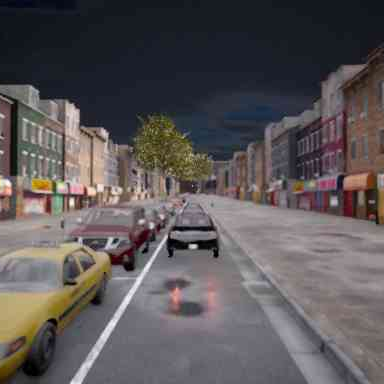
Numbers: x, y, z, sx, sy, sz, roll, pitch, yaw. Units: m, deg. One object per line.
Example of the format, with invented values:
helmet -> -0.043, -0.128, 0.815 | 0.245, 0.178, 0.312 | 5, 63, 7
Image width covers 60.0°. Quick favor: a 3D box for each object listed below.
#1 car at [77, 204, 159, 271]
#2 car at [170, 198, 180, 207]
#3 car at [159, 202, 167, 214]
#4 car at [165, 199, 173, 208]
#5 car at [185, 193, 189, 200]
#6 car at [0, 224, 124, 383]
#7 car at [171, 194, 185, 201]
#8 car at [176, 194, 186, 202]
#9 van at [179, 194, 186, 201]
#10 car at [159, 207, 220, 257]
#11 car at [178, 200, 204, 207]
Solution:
car -> -2.603, 1.371, 11.364 | 2.192, 1.841, 5.009 | 1, 0, 0
car -> -2.562, 1.667, 33.509 | 2.008, 1.369, 4.403 | 1, 0, 0
car -> -2.594, 1.519, 16.900 | 1.967, 1.590, 4.097 | 1, 0, 0
car -> -2.583, 1.536, 22.437 | 1.967, 1.590, 4.097 | 1, 0, 0
car -> -2.476, 1.386, 72.261 | 2.192, 1.841, 5.009 | 2, 0, 0
car -> -2.620, 1.555, 5.657 | 1.752, 1.417, 4.829 | 1, 0, 0
car -> -2.651, 1.454, 54.307 | 2.097, 1.767, 4.553 | 0, 0, 0
car -> -2.465, 1.376, 77.796 | 2.192, 1.841, 5.009 | 2, 0, 0
van -> -2.444, 1.383, 88.867 | 1.690, 1.788, 3.998 | 2, 0, 0
car -> 0.063, 1.556, 13.181 | 2.128, 1.511, 4.902 | 0, 0, 1
car -> 0.096, 1.674, 28.330 | 1.994, 1.385, 4.181 | 0, 0, 0
